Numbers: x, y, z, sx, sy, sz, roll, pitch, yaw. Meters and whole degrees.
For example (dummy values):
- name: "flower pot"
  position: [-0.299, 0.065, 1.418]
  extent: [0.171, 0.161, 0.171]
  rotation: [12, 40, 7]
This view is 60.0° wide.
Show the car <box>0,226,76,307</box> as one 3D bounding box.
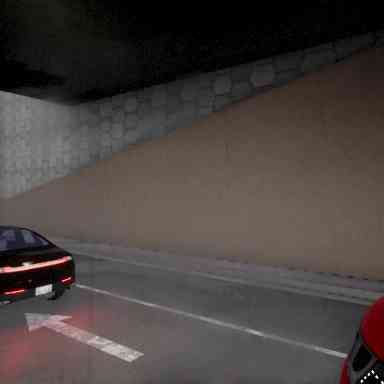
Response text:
- name: "car"
  position: [-4.550, 1.492, 7.215]
  extent: [4.902, 1.511, 2.128]
  rotation: [0, 0, 36]

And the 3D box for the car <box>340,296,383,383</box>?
- name: "car"
  position: [3.627, 1.221, 1.357]
  extent: [5.566, 2.045, 2.150]
  rotation: [0, 0, 35]
